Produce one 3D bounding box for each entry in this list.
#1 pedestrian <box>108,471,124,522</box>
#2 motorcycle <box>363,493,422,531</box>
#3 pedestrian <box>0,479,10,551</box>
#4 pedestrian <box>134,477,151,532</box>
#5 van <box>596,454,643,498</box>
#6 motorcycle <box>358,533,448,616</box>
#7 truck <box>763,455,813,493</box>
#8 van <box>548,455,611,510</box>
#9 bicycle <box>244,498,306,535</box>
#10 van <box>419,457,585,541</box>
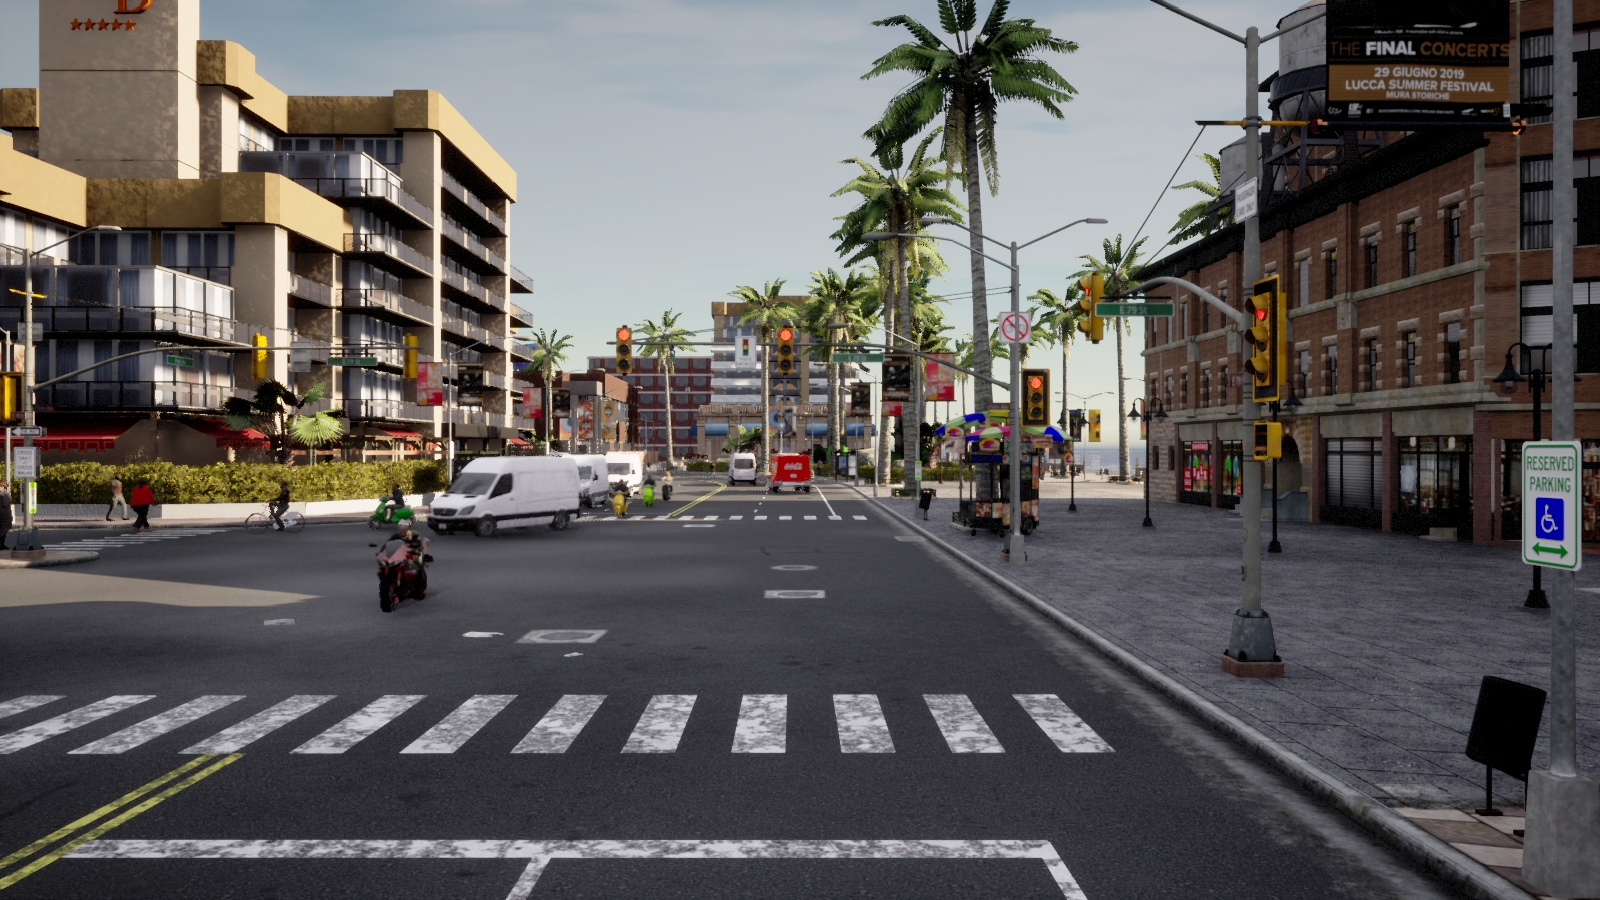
[{"bbox_3d":[-25.138,1.696,41.986,0.375,1.860,0.375,0,0,16],"label":"pedestrian"},{"bbox_3d":[-14.466,2.182,40.595,0.856,1.236,1.805,-1,-1,39],"label":"motorcycle"},{"bbox_3d":[-21.229,1.715,30.242,0.375,1.860,0.375,0,0,1],"label":"pedestrian"},{"bbox_3d":[-22.436,1.848,38.998,0.375,1.860,0.375,0,0,0],"label":"pedestrian"},{"bbox_3d":[-10.883,1.535,69.181,1.988,2.561,5.915,0,0,-1],"label":"van"},{"bbox_3d":[-7.094,2.205,20.531,0.867,1.251,2.209,0,0,0],"label":"motorcycle"},{"bbox_3d":[-0.852,1.568,77.393,2.627,2.467,5.204,0,0,-10],"label":"truck"},{"bbox_3d":[-10.787,1.534,56.220,1.988,2.561,5.915,0,0,0],"label":"van"},{"bbox_3d":[-17.497,2.210,38.122,1.835,1.171,0.329,0,0,-35],"label":"bicycle"},{"bbox_3d":[-9.931,1.534,38.650,1.988,2.561,5.915,1,0,27],"label":"van"}]
